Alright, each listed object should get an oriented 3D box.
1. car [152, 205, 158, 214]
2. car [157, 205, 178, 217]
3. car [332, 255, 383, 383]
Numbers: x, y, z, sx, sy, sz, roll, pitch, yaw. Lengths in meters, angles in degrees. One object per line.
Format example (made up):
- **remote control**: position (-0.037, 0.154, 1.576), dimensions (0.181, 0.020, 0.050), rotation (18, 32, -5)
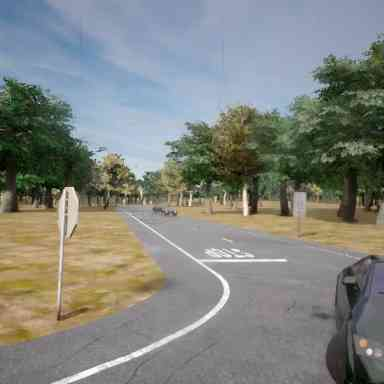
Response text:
- **car**: position (-5.651, 2.978, 56.883), dimensions (1.882, 1.535, 5.008), rotation (3, -2, -14)
- **car**: position (-3.410, 2.865, 48.032), dimensions (1.895, 1.301, 4.718), rotation (3, -2, -13)
- **car**: position (3.106, 1.645, 4.619), dimensions (1.994, 1.385, 4.181), rotation (1, -1, 22)
